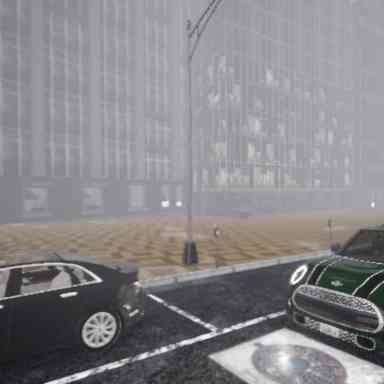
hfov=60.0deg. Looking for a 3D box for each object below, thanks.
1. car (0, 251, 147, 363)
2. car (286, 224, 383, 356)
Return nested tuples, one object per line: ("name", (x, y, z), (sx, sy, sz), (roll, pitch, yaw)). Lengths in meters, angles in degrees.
("car", (-2.773, 1.567, 4.581), (4.403, 1.369, 2.008), (1, -1, -36))
("car", (3.806, 1.418, 6.122), (4.553, 1.767, 2.097), (1, 0, -36))
